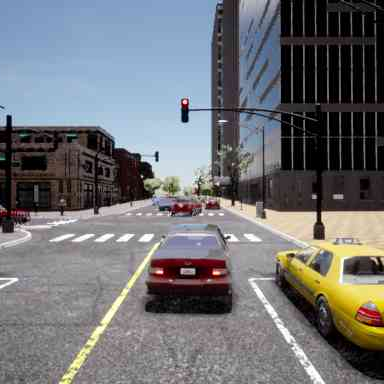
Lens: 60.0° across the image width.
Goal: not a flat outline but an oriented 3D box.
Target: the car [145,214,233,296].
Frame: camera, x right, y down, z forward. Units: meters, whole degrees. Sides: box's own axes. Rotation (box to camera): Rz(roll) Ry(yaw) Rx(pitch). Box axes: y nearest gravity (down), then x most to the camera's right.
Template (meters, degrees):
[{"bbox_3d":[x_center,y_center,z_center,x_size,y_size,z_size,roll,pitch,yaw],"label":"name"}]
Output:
[{"bbox_3d":[0.072,1.550,8.803,2.033,1.411,5.357,0,0,3],"label":"car"}]

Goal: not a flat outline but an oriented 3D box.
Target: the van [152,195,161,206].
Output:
[{"bbox_3d":[-5.696,1.362,55.212,1.690,1.788,3.998,1,0,0],"label":"van"}]

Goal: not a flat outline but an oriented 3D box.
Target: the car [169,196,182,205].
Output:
[{"bbox_3d":[-3.088,1.515,61.390,2.128,1.511,4.902,0,0,0],"label":"car"}]

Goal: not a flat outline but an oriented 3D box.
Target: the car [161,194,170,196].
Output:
[{"bbox_3d":[-3.113,1.371,51.013,2.097,1.767,4.553,0,0,0],"label":"car"}]

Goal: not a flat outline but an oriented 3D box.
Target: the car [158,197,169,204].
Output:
[{"bbox_3d":[-5.703,1.608,66.280,1.802,1.307,4.206,1,0,0],"label":"car"}]

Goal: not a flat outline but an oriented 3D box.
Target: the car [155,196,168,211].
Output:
[{"bbox_3d":[-3.138,1.562,41.114,2.033,1.411,5.357,0,0,-3],"label":"car"}]

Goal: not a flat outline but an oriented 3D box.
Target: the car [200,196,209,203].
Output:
[{"bbox_3d":[2.676,1.553,71.976,1.752,1.417,4.829,1,0,0],"label":"car"}]

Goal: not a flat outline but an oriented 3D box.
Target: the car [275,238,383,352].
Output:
[{"bbox_3d":[2.836,1.527,6.353,1.752,1.417,4.829,1,0,0],"label":"car"}]

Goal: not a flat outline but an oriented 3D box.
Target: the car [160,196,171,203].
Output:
[{"bbox_3d":[-5.705,1.594,71.815,1.947,1.339,4.313,1,0,0],"label":"car"}]

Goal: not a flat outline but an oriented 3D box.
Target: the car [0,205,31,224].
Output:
[{"bbox_3d":[-13.922,1.577,23.296,5.008,1.535,1.882,-1,-1,2],"label":"car"}]

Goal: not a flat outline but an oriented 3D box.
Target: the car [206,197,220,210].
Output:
[{"bbox_3d":[2.687,1.456,44.131,1.967,1.590,4.097,1,0,0],"label":"car"}]

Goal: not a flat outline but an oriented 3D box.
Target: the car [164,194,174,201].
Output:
[{"bbox_3d":[-5.705,1.348,82.883,2.192,1.841,5.009,1,0,0],"label":"car"}]

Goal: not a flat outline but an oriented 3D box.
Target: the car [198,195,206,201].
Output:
[{"bbox_3d":[2.670,1.580,88.410,1.887,1.381,4.507,1,0,0],"label":"car"}]

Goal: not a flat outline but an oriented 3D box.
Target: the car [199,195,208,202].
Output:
[{"bbox_3d":[2.674,1.556,77.510,1.752,1.417,4.829,1,0,0],"label":"car"}]

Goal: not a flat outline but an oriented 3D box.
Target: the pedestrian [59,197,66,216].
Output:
[{"bbox_3d":[-12.556,1.369,32.120,0.375,1.860,0.375,0,0,1],"label":"pedestrian"}]

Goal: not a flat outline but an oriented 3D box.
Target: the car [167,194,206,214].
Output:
[{"bbox_3d":[-0.464,1.363,33.004,2.097,1.767,4.553,0,0,16],"label":"car"}]
